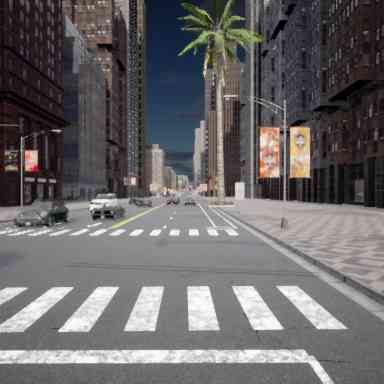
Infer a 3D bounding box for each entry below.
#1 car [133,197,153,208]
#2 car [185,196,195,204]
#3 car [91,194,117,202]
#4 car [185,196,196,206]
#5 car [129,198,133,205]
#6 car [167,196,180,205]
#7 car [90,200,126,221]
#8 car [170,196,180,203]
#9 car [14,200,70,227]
[{"bbox_3d":[-6.861,1.589,48.100,1.994,1.385,4.181,0,0,0],"label":"car"},{"bbox_3d":[-0.382,1.540,66.524,1.882,1.535,5.008,0,0,0],"label":"car"},{"bbox_3d":[-10.070,1.235,38.479,2.150,2.045,5.566,0,0,0],"label":"car"},{"bbox_3d":[-0.322,1.587,56.102,2.033,1.411,5.357,0,0,0],"label":"car"},{"bbox_3d":[-10.102,1.613,60.212,1.994,1.385,4.181,0,0,0],"label":"car"},{"bbox_3d":[-3.496,1.648,59.733,1.895,1.301,4.718,0,0,-1],"label":"car"},{"bbox_3d":[-6.756,1.607,27.296,1.895,1.301,4.718,0,0,0],"label":"car"},{"bbox_3d":[-3.549,1.596,69.842,1.812,1.442,4.674,0,0,0],"label":"car"},{"bbox_3d":[-9.979,1.357,22.477,2.097,1.767,4.553,0,0,0],"label":"car"}]
